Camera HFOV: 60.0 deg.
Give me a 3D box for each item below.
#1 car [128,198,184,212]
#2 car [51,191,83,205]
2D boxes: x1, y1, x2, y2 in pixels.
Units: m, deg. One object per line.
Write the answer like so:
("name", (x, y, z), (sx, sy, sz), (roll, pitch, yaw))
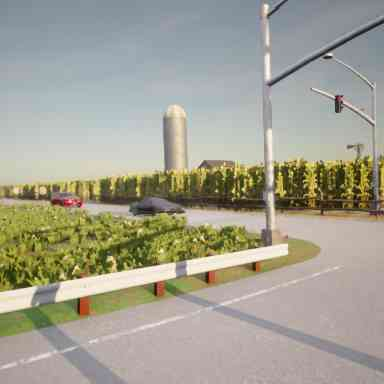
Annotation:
("car", (-2.776, 1.143, 24.915), (2.033, 1.411, 5.357), (-3, 2, -40))
("car", (-14.947, 0.946, 39.363), (2.150, 2.045, 5.566), (-3, 2, -40))
